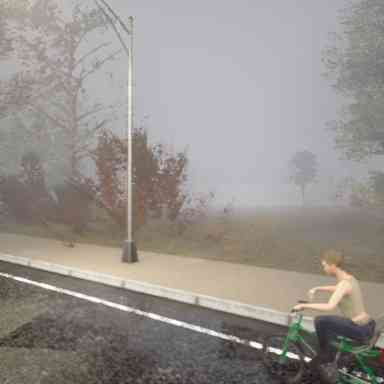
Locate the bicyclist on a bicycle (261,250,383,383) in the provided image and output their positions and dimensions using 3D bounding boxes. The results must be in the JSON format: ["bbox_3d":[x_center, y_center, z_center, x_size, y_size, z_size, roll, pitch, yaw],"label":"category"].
[{"bbox_3d":[1.453,1.437,3.637,1.509,1.612,0.866,0,0,35],"label":"bicyclist on a bicycle"}]
